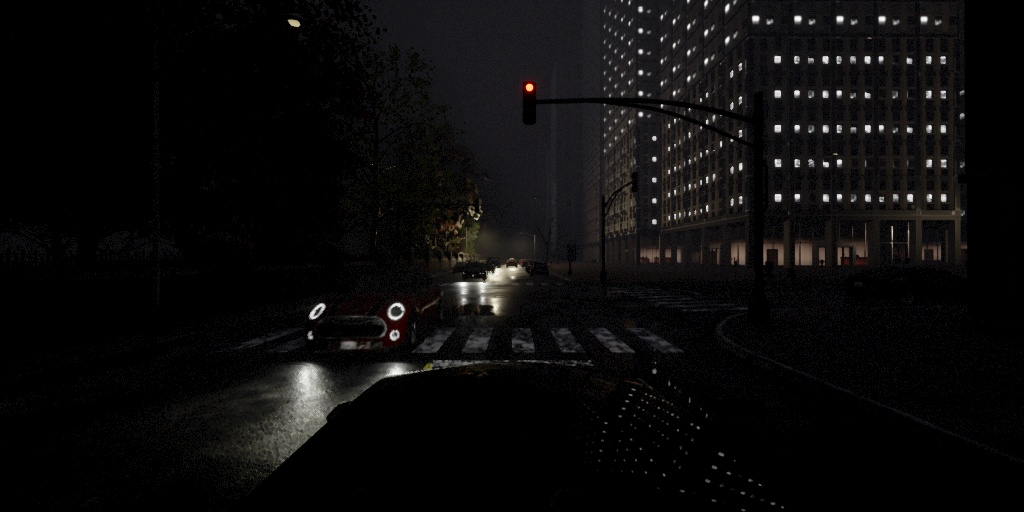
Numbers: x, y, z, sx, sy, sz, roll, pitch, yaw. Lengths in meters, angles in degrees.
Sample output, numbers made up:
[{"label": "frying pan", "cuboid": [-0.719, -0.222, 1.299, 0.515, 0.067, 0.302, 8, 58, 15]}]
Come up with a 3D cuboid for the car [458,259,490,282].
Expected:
[{"label": "car", "cuboid": [-3.038, 1.265, 29.572, 1.837, 1.490, 4.892, 0, 0, -2]}]

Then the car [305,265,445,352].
[{"label": "car", "cuboid": [-3.103, 1.103, 9.050, 2.097, 1.767, 4.553, 0, 0, 0]}]

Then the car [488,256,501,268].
[{"label": "car", "cuboid": [-3.087, 1.011, 60.097, 2.150, 2.045, 5.566, 0, -1, 0]}]

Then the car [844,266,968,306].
[{"label": "car", "cuboid": [14.681, 1.026, 13.052, 4.313, 1.339, 1.948, 0, 0, 0]}]

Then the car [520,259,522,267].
[{"label": "car", "cuboid": [2.669, 1.336, 63.794, 1.888, 1.381, 4.507, 0, 0, 0]}]

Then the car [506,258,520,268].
[{"label": "car", "cuboid": [-0.021, 1.266, 62.083, 1.882, 1.535, 5.008, 0, 0, 0]}]

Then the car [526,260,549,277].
[{"label": "car", "cuboid": [2.677, 1.329, 35.631, 1.948, 1.339, 4.313, 0, 0, 0]}]

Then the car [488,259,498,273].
[{"label": "car", "cuboid": [-3.112, 1.334, 43.931, 1.994, 1.385, 4.181, 0, 0, 0]}]

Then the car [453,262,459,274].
[{"label": "car", "cuboid": [-5.705, 1.349, 41.261, 1.802, 1.307, 4.207, 0, 0, 0]}]

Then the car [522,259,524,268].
[{"label": "car", "cuboid": [2.674, 1.338, 46.896, 1.948, 1.339, 4.313, 0, 0, 0]}]

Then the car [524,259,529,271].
[{"label": "car", "cuboid": [2.676, 1.333, 41.264, 1.948, 1.339, 4.313, 0, 0, 0]}]
